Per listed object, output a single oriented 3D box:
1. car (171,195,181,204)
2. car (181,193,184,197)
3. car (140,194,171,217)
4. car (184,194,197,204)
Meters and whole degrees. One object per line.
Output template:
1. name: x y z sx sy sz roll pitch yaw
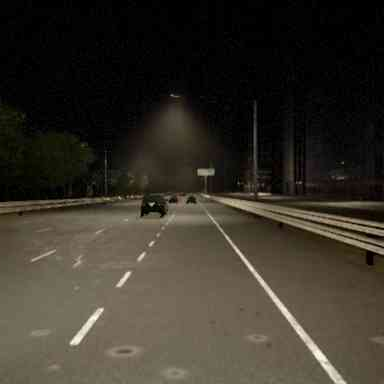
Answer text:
1. car: -3.711 1.593 67.585 1.812 1.442 4.674 0 0 0
2. car: -3.843 1.438 85.445 2.097 1.767 4.553 0 0 0
3. car: -3.540 1.242 31.570 2.150 2.045 5.566 0 0 0
4. car: -0.107 1.567 66.999 1.837 1.490 4.892 0 -1 0
